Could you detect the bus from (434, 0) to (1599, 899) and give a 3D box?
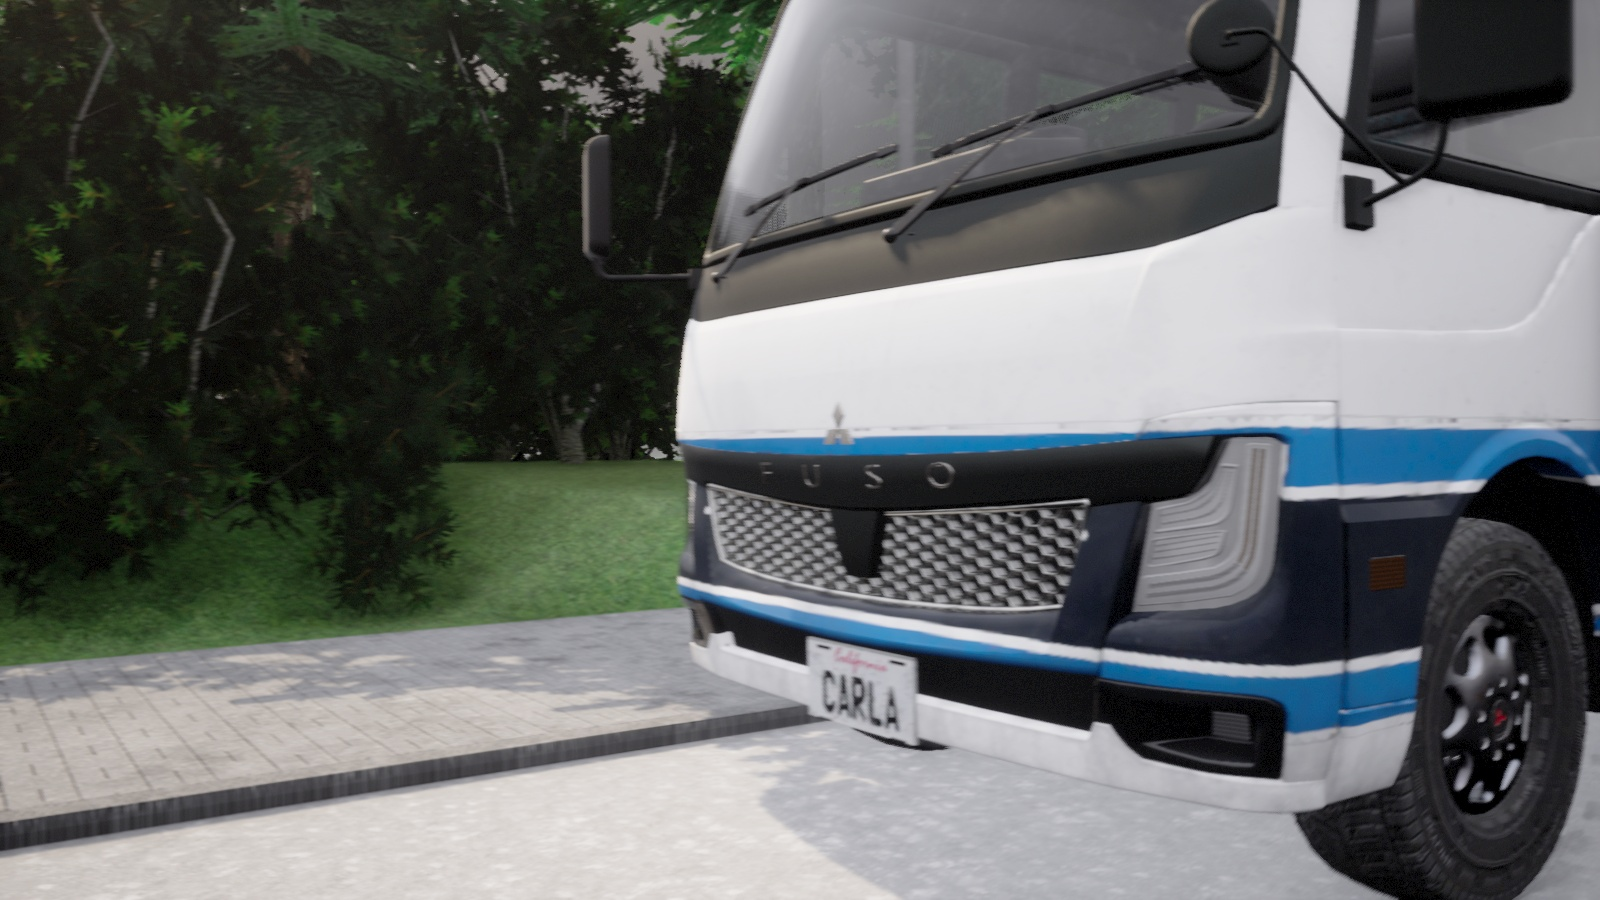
[{"bbox_3d":[3.736,-0.672,6.876,10.273,4.253,3.944,-1,0,-35],"label":"bus"}]
